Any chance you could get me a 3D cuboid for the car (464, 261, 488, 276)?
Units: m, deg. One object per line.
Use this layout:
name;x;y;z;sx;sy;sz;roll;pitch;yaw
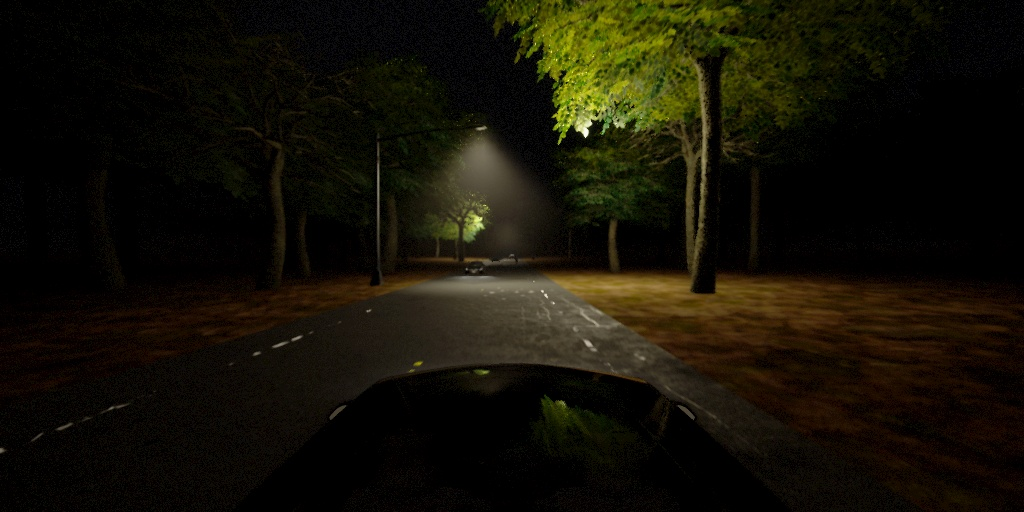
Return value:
car;-3.606;1.203;36.189;1.812;1.442;4.674;0;0;0
